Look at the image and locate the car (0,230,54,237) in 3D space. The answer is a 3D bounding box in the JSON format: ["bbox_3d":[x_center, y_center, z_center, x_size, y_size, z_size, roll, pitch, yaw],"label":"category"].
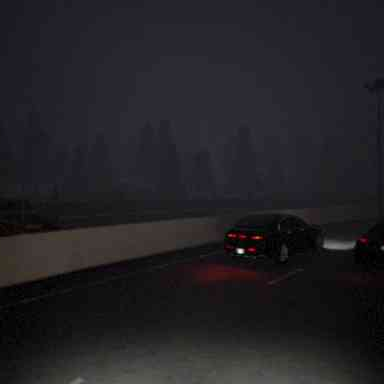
[{"bbox_3d":[-7.327,1.555,10.529,1.882,1.535,5.008,-1,-1,38],"label":"car"}]

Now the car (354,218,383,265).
[{"bbox_3d":[6.818,1.543,10.806,1.994,1.385,4.181,-1,0,42],"label":"car"}]

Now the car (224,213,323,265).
[{"bbox_3d":[3.055,1.513,11.849,1.837,1.490,4.892,-1,0,41],"label":"car"}]
